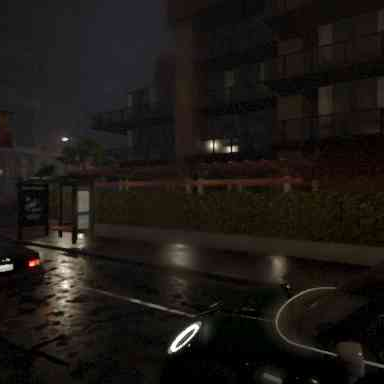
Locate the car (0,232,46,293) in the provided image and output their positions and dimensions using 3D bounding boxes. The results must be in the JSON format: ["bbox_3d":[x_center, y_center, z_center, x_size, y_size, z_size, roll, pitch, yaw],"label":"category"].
[{"bbox_3d":[-5.701,1.543,8.018,5.357,1.411,2.033,0,0,36],"label":"car"}]

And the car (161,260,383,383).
[{"bbox_3d":[1.914,1.352,2.639,4.553,1.767,2.097,0,0,35],"label":"car"}]

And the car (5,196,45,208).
[{"bbox_3d":[-24.521,1.455,49.072,1.882,1.535,5.008,0,0,35],"label":"car"}]

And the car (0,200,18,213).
[{"bbox_3d":[-20.589,1.584,34.231,1.895,1.301,4.718,0,0,35],"label":"car"}]
